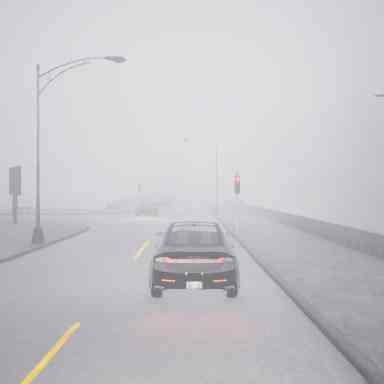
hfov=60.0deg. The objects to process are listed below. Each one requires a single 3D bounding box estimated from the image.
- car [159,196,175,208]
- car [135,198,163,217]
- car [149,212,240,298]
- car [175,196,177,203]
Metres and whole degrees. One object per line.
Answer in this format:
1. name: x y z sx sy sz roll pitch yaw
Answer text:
1. car: -4.115 1.352 48.828 2.097 1.767 4.553 0 0 0
2. car: -4.112 1.564 31.243 1.994 1.385 4.181 0 0 0
3. car: 0.059 1.492 8.514 2.128 1.511 4.902 0 0 0
4. car: -4.031 1.548 68.892 2.033 1.411 5.357 0 0 0
